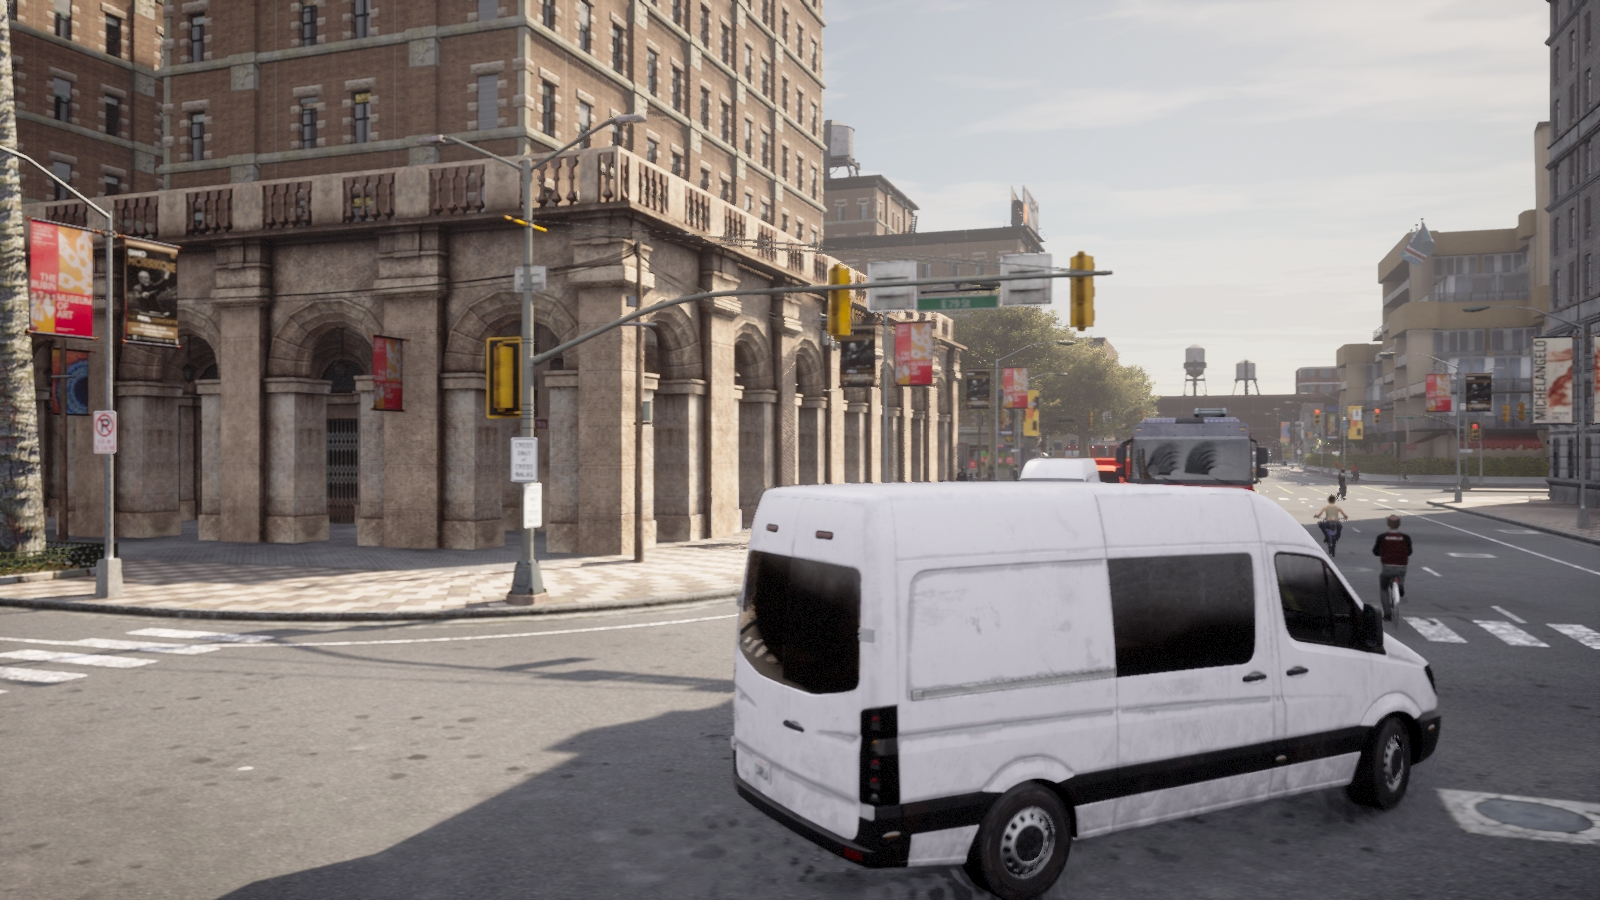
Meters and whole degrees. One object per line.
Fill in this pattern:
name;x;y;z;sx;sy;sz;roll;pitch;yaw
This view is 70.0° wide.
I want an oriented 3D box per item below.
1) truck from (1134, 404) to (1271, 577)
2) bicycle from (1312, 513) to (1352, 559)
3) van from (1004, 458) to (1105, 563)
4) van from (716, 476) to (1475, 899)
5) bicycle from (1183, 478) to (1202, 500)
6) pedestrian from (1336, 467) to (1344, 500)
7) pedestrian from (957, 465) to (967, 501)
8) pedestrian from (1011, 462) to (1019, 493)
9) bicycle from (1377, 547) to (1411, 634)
truck;10.469;0.889;29.698;2.891;3.827;8.468;0;0;20
bicycle;14.038;2.257;30.178;0.859;1.080;1.487;0;0;20
van;7.122;1.531;31.457;1.988;2.561;5.915;0;0;20
van;2.462;1.533;8.789;5.915;2.561;1.988;0;0;-29
bicycle;22.076;2.208;64.220;0.329;1.171;1.835;0;0;42
pedestrian;29.978;1.851;63.464;0.375;1.860;0.375;0;0;19
pedestrian;8.309;1.687;58.605;0.375;1.860;0.375;0;0;25
pedestrian;13.083;1.687;69.504;0.375;1.860;0.375;0;0;19
bicycle;9.491;2.211;18.278;0.329;1.171;1.835;0;0;23
